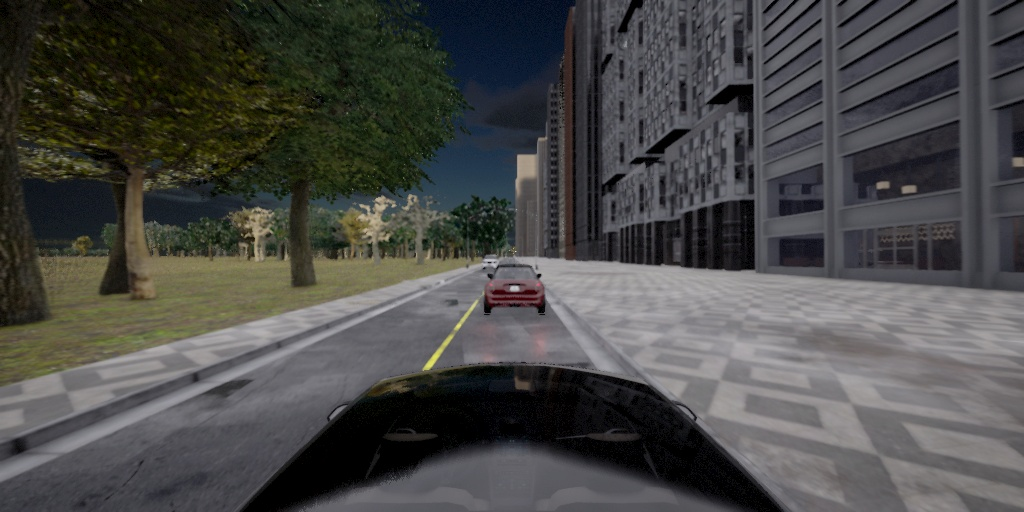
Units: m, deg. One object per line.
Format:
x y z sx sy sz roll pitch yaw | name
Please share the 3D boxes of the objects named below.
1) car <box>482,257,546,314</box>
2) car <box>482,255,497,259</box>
0.091 1.057 13.731 2.097 1.767 4.553 0 0 0 | car
-3.003 0.842 50.562 2.150 2.045 5.566 0 0 0 | car
